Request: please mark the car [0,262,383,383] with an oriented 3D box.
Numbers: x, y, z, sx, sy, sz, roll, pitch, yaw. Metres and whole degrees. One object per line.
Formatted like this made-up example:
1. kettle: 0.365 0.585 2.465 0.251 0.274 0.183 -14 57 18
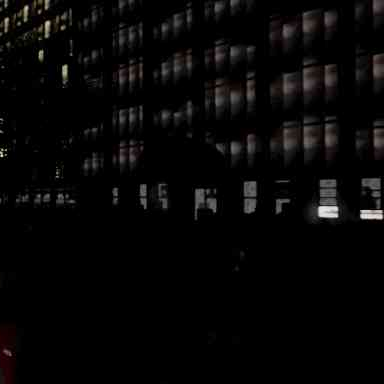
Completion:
1. car: -0.432 1.443 3.187 4.097 1.590 1.967 0 0 36
